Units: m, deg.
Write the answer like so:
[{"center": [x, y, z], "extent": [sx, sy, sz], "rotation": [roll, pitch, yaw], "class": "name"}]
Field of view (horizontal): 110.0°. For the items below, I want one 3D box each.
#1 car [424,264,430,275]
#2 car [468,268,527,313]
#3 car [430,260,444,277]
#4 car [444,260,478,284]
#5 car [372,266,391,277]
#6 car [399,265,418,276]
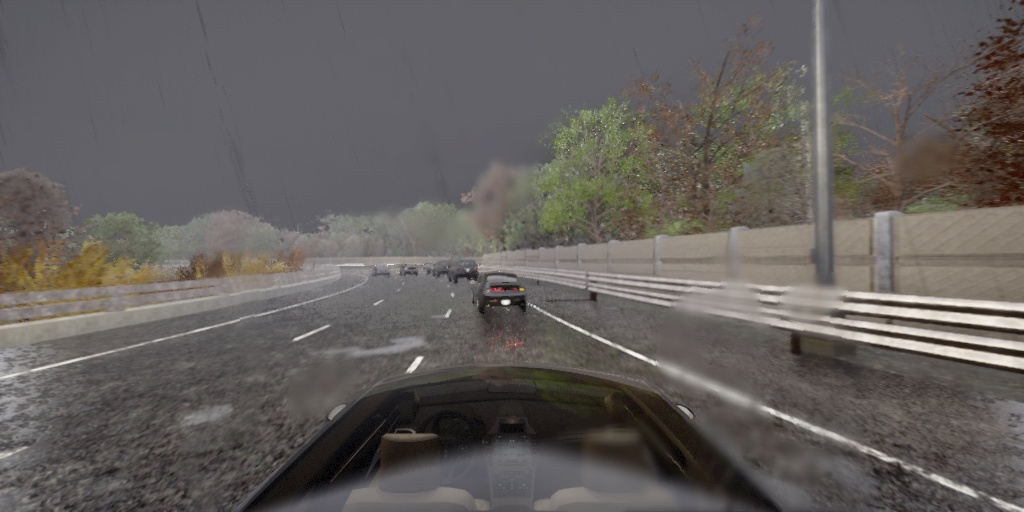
[{"center": [-10.518, 2.008, 49.389], "extent": [1.895, 1.301, 4.718], "rotation": [0, -1, -27], "class": "car"}, {"center": [-0.642, 1.423, 15.014], "extent": [1.837, 1.490, 4.892], "rotation": [0, -1, -10], "class": "car"}, {"center": [-8.427, 1.554, 44.519], "extent": [2.150, 2.045, 5.566], "rotation": [0, -1, -20], "class": "car"}, {"center": [-4.553, 1.383, 33.039], "extent": [2.150, 2.045, 5.566], "rotation": [0, -1, -17], "class": "car"}, {"center": [-17.060, 1.963, 46.695], "extent": [2.033, 1.411, 5.357], "rotation": [0, -1, -27], "class": "car"}, {"center": [-13.941, 1.921, 48.279], "extent": [1.837, 1.490, 4.892], "rotation": [0, -1, -27], "class": "car"}]
